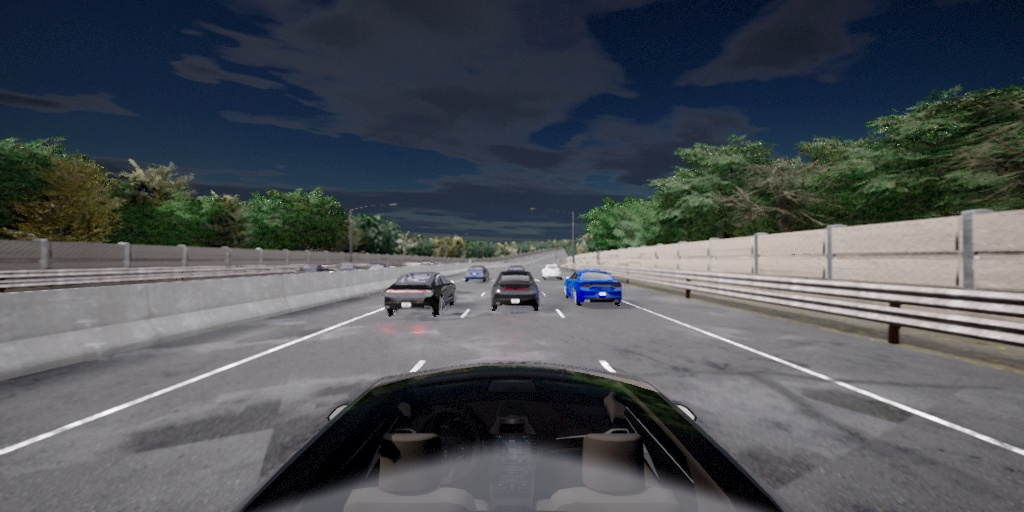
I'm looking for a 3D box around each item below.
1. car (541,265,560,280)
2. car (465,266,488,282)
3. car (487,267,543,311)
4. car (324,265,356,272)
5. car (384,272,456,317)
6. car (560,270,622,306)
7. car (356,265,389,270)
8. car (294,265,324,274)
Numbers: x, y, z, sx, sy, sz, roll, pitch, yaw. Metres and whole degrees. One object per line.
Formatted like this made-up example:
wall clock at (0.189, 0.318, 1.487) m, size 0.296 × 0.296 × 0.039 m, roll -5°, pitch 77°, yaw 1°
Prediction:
car at (3.988, 1.640, 36.566) m, size 1.812 × 1.442 × 4.674 m, roll 0°, pitch -1°, yaw 1°
car at (-3.109, 1.616, 32.734) m, size 2.033 × 1.411 × 5.357 m, roll 0°, pitch -1°, yaw 1°
car at (0.143, 1.399, 15.392) m, size 1.837 × 1.490 × 4.892 m, roll 0°, pitch -1°, yaw 1°
car at (-17.181, 1.660, 38.035) m, size 2.033 × 1.411 × 5.357 m, roll 0°, pitch -1°, yaw 1°
car at (-3.371, 1.371, 13.932) m, size 2.128 × 1.511 × 4.902 m, roll 0°, pitch 0°, yaw 1°
car at (3.655, 1.387, 16.827) m, size 1.882 × 1.535 × 5.008 m, roll 0°, pitch 0°, yaw 1°
car at (-13.710, 1.626, 36.601) m, size 1.812 × 1.442 × 4.674 m, roll 0°, pitch -1°, yaw 1°
car at (-20.692, 1.666, 37.317) m, size 1.994 × 1.385 × 4.181 m, roll 0°, pitch -1°, yaw 1°
